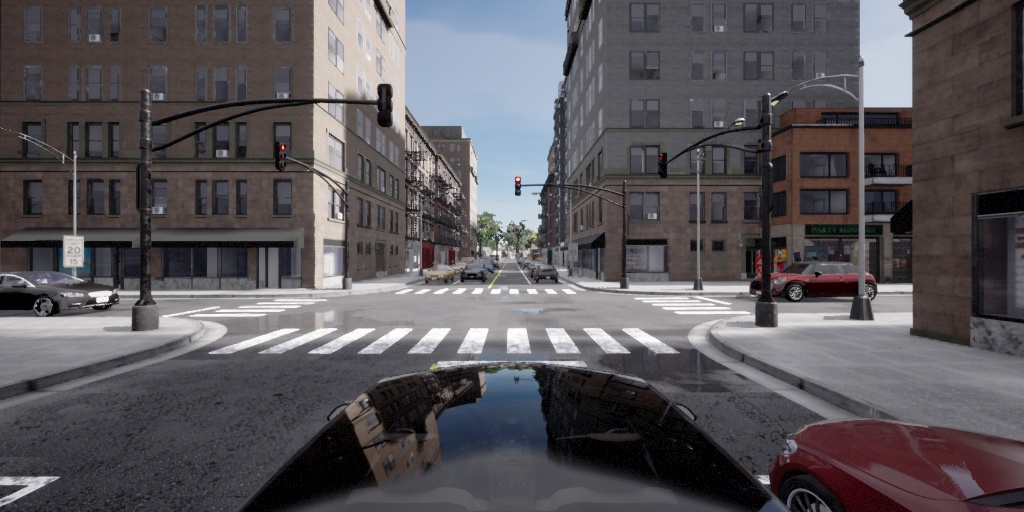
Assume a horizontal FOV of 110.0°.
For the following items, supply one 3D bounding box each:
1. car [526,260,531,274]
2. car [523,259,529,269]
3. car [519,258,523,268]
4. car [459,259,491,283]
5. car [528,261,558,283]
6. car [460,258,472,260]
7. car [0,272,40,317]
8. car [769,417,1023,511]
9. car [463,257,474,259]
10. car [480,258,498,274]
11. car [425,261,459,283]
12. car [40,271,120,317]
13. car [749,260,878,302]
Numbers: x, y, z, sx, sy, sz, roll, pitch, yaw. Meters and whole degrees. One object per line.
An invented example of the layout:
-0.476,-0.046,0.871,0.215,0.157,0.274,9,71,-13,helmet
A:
2.547,1.296,33.257,1.888,1.381,4.507,0,0,0,car
2.532,1.302,38.739,2.007,1.370,4.403,0,0,0,car
2.484,1.304,55.184,2.007,1.370,4.403,0,0,0,car
-2.924,1.255,28.435,1.837,1.490,4.892,0,0,0,car
2.563,1.301,27.775,2.007,1.370,4.403,0,0,0,car
-5.517,1.277,38.545,1.751,1.417,4.829,0,0,0,car
-5.398,1.064,0.745,2.192,1.841,5.009,0,0,0,car
2.641,1.332,0.767,1.802,1.307,4.207,0,0,0,car
-5.531,1.067,44.198,2.192,1.841,5.009,0,0,0,car
-2.963,1.299,40.509,2.033,1.411,5.357,0,0,0,car
-5.490,1.276,27.582,1.751,1.417,4.829,0,0,0,car
-17.101,1.309,12.882,4.902,1.511,2.128,0,0,1,car
13.218,1.036,15.958,4.553,1.767,2.097,0,0,0,car
